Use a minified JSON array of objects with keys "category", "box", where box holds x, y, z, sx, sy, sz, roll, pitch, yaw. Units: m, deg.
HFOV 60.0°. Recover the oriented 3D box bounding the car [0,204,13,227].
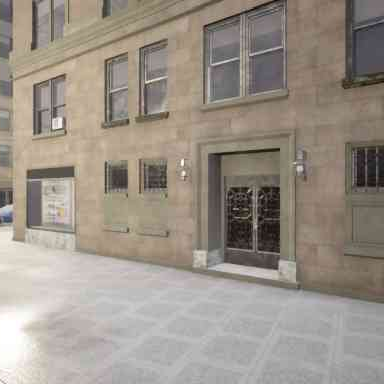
[{"category":"car","box":[-11.884,1.512,23.025,2.033,1.411,5.357,0,0,39]}]
